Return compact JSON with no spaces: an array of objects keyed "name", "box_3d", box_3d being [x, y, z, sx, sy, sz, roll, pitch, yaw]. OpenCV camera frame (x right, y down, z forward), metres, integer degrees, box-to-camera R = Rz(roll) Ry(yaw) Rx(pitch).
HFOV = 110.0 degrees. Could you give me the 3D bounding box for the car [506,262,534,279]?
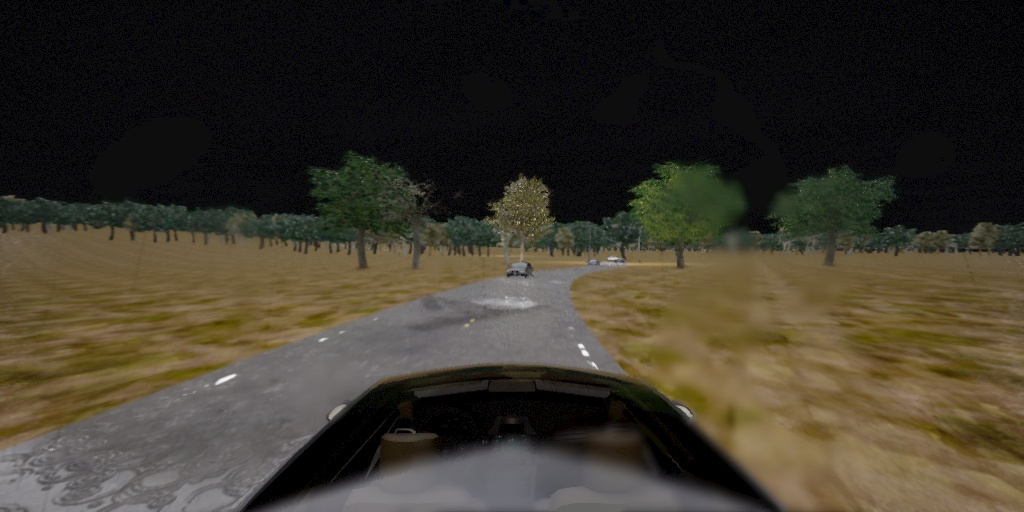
[{"name":"car","box_3d":[0.843,1.298,33.658,1.837,1.490,4.892,1,0,15]}]
